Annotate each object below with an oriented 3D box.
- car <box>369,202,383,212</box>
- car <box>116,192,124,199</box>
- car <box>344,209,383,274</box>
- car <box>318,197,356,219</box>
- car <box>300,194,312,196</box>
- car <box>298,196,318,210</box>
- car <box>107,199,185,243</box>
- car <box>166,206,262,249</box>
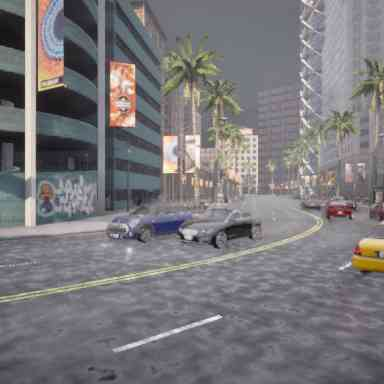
[{"bbox_3d":[15.130,1.513,25.773,1.812,1.442,4.674,0,0,17],"label":"car"},{"bbox_3d":[-11.626,0.978,53.577,2.435,2.045,5.566,0,0,10],"label":"car"},{"bbox_3d":[6.252,1.451,9.646,1.801,1.575,5.366,0,0,42],"label":"car"},{"bbox_3d":[12.322,1.461,28.525,1.882,1.535,5.008,0,0,16],"label":"car"},{"bbox_3d":[29.243,1.301,83.729,2.185,1.767,4.553,0,0,10],"label":"car"},{"bbox_3d":[15.427,1.537,43.508,1.994,1.385,4.181,0,0,10],"label":"car"},{"bbox_3d":[-1.904,1.338,16.333,2.097,1.767,4.553,0,0,40],"label":"car"},{"bbox_3d":[1.388,1.480,14.788,2.128,1.511,4.902,0,0,39],"label":"car"}]
